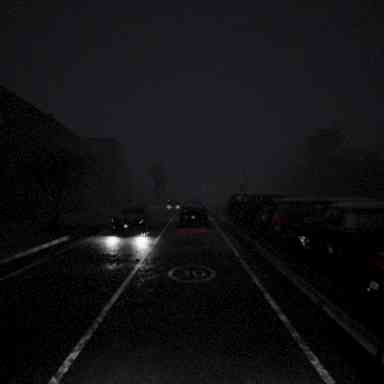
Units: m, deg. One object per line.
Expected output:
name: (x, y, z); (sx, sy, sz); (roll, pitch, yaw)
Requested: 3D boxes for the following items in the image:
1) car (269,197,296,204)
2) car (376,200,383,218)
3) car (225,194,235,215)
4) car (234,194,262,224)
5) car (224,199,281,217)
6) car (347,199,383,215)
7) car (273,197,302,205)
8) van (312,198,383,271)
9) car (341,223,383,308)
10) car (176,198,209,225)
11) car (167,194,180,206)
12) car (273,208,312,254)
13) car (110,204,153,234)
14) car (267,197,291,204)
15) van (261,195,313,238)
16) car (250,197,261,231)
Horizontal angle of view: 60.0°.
car: (18.673, 1.755, 68.625); (4.892, 1.521, 2.231); (0, 0, 0)
car: (18.670, 1.453, 28.151); (5.008, 1.535, 2.097); (0, 0, 0)
car: (5.614, 1.201, 28.158); (5.566, 2.045, 2.435); (0, 0, 0)
car: (5.616, 1.189, 19.748); (5.566, 2.045, 2.435); (0, 0, 0)
car: (5.580, 1.464, 30.958); (4.892, 1.521, 2.231); (0, 0, 0)
car: (18.661, 1.478, 33.719); (5.008, 1.535, 2.097); (0, 0, 0)
car: (18.683, 1.728, 65.352); (5.008, 1.535, 2.097); (0, 0, 0)
van: (5.716, 1.228, 8.536); (4.442, 1.987, 1.878); (0, 0, 0)
car: (5.599, 1.458, 5.733); (5.008, 1.535, 2.097); (0, 0, 0)
car: (0.091, 1.446, 23.555); (1.882, 1.535, 5.008); (0, 0, 0)
car: (-3.312, 1.455, 60.718); (2.150, 2.045, 5.566); (0, 0, 1)
car: (5.590, 1.451, 11.339); (4.892, 1.521, 2.231); (0, 0, 0)
car: (-3.356, 1.476, 19.232); (1.837, 1.490, 4.892); (0, 0, 0)
car: (18.676, 1.821, 71.901); (4.674, 1.452, 2.002); (0, 0, 0)
van: (5.476, 1.220, 14.143); (4.442, 1.987, 1.878); (0, 0, 0)
car: (5.558, 1.316, 16.947); (4.553, 1.767, 2.185); (0, 0, 0)
